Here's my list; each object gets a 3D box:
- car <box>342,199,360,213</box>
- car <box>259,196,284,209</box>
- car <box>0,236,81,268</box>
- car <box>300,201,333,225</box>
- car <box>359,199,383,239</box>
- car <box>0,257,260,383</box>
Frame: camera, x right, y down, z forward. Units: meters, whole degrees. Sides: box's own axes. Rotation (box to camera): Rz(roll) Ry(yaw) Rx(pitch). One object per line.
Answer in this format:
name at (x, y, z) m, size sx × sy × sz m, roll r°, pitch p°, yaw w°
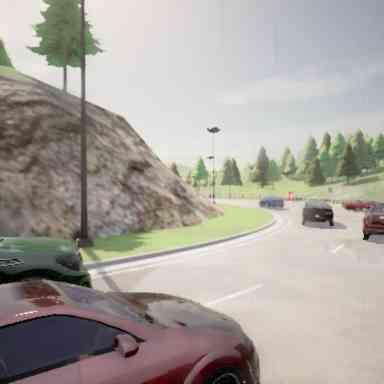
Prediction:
car at (17.104, 1.376, 33.756) m, size 1.895 × 1.301 × 4.718 m, roll 0°, pitch 0°, yaw 0°
car at (9.682, 1.267, 40.896) m, size 1.882 × 1.535 × 5.008 m, roll 0°, pitch 0°, yaw -5°
car at (-4.447, 1.230, 4.969) m, size 5.566 × 2.045 × 2.150 m, roll -1°, pitch 1°, yaw -34°
car at (8.552, 1.342, 22.907) m, size 1.882 × 1.535 × 5.008 m, roll 0°, pitch 0°, yaw 19°
car at (9.466, 1.238, 16.102) m, size 2.097 × 1.767 × 4.553 m, roll 0°, pitch 0°, yaw 28°
car at (-1.338, 1.560, 3.001) m, size 4.181 × 1.385 × 1.994 m, roll 0°, pitch 0°, yaw -36°
